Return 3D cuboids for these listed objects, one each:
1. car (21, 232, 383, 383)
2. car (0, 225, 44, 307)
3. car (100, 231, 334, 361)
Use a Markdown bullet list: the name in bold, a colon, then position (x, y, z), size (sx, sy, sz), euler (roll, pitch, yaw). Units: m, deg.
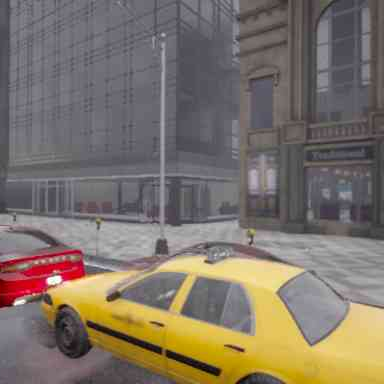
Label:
- **car**: position (0.101, 1.486, 4.294), size (5.366, 1.575, 1.801), euler (0, 0, 36)
- **car**: position (-4.594, 1.512, 7.716), size (5.008, 1.535, 1.882), euler (0, 0, 36)
- **car**: position (0.298, 1.627, 6.450), size (4.206, 1.307, 1.802), euler (0, 0, 36)
